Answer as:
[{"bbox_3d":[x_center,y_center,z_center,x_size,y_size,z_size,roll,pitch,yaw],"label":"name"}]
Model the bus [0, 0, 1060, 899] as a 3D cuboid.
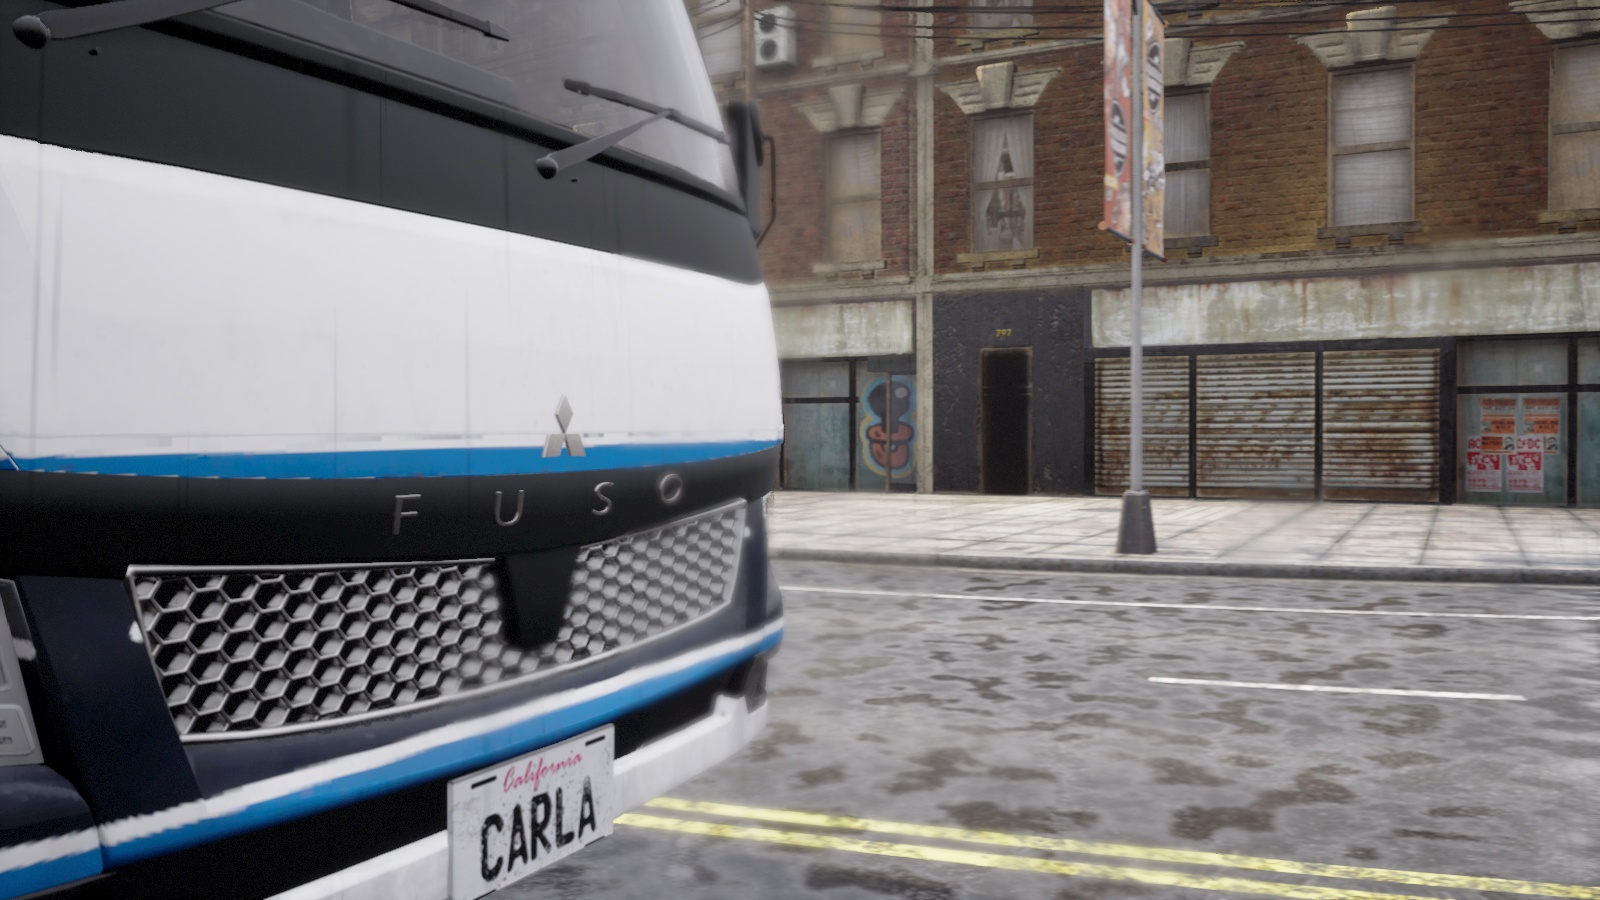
[{"bbox_3d":[-4.557,-0.644,5.030,10.273,4.253,3.944,1,1,27],"label":"bus"}]
